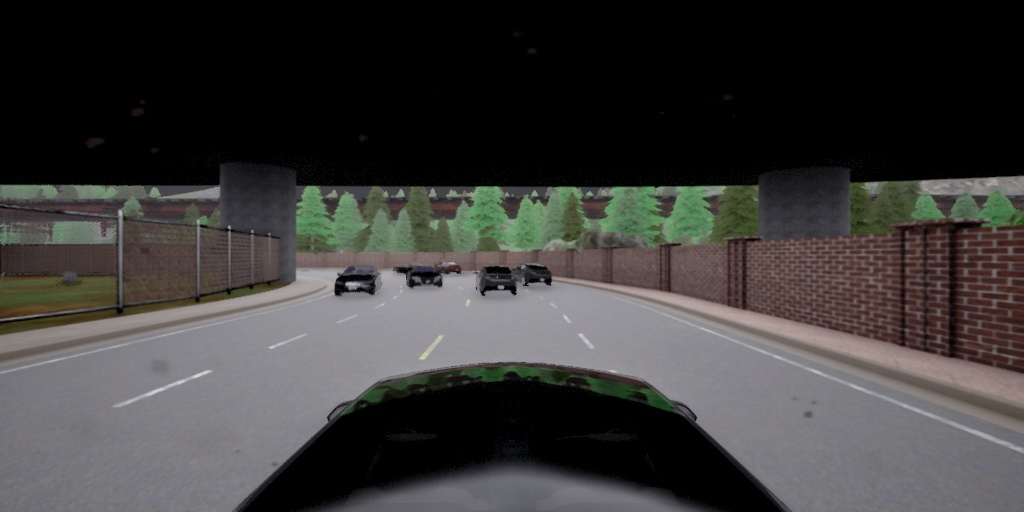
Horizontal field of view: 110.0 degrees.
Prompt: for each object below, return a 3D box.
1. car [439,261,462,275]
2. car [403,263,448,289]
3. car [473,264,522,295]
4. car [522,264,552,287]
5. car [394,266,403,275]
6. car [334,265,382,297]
[{"bbox_3d":[-7.328,1.297,39.443,1.812,1.442,4.674,0,0,-42],"label":"car"},{"bbox_3d":[-5.705,1.326,23.225,1.994,1.385,4.181,0,0,-21],"label":"car"},{"bbox_3d":[-0.982,1.265,19.834,1.837,1.490,4.892,0,0,-11],"label":"car"},{"bbox_3d":[1.184,1.267,25.000,1.837,1.490,4.892,0,0,-17],"label":"car"},{"bbox_3d":[-10.749,1.372,38.169,1.895,1.301,4.718,0,0,-44],"label":"car"},{"bbox_3d":[-8.115,1.252,19.269,2.128,1.511,4.902,0,0,-15],"label":"car"}]
